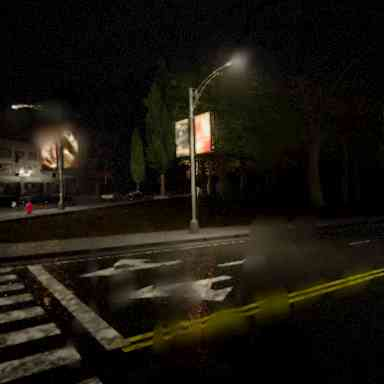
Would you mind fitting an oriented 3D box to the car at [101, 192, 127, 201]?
[{"bbox_3d":[-12.151,0.662,51.433,1.895,1.301,4.718,-1,0,10],"label":"car"}]

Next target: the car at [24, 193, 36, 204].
[{"bbox_3d":[-20.210,0.858,43.369,2.033,1.411,5.357,-1,0,10],"label":"car"}]

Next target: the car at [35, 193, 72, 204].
[{"bbox_3d":[-17.142,0.849,42.015,1.895,1.301,4.718,-1,0,10],"label":"car"}]

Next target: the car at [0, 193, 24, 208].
[{"bbox_3d":[-18.870,0.843,31.832,1.882,1.535,5.008,-1,0,10],"label":"car"}]

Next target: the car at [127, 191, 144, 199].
[{"bbox_3d":[-10.530,0.502,61.606,2.033,1.411,5.357,-1,0,10],"label":"car"}]
